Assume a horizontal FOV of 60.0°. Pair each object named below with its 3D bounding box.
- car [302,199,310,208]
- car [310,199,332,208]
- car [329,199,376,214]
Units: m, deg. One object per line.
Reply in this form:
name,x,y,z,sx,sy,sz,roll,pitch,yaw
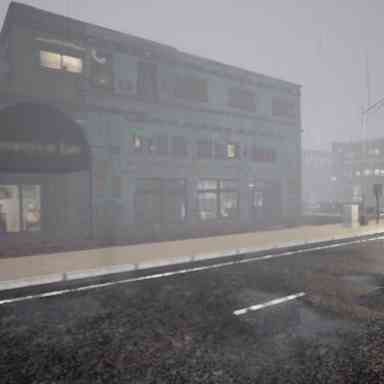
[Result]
car,16.974,1.807,53.237,1.802,1.307,4.206,-2,0,-35
car,20.184,1.712,48.727,2.008,1.369,4.403,-2,0,-35
car,18.096,1.735,37.000,1.947,1.339,4.313,-2,0,-35
